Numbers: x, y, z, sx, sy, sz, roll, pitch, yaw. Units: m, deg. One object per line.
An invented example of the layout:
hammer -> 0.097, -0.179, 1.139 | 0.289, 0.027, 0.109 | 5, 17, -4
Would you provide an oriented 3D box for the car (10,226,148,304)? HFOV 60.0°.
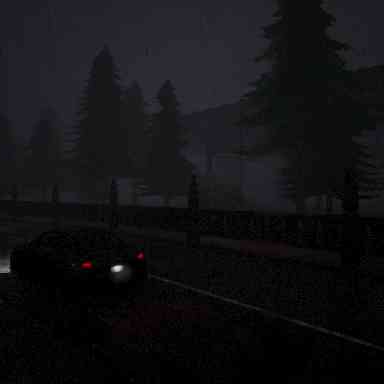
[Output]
car -> -2.958, 1.564, 8.325 | 1.994, 1.385, 4.181 | 0, 0, -45
